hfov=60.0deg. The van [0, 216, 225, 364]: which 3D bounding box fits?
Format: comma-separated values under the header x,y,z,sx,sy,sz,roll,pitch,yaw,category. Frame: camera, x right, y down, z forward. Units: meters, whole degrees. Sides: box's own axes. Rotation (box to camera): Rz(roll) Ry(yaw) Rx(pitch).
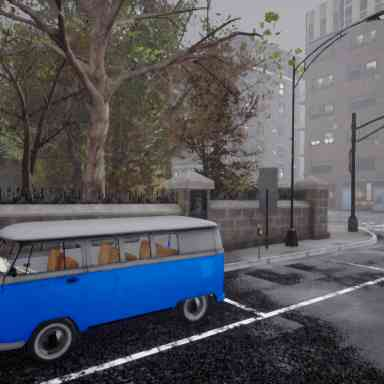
x,y,z,sx,sy,sz,roll,pitch,yaw,category
-1.302,1.342,5.563,3.998,1.788,1.690,0,1,-35,van
